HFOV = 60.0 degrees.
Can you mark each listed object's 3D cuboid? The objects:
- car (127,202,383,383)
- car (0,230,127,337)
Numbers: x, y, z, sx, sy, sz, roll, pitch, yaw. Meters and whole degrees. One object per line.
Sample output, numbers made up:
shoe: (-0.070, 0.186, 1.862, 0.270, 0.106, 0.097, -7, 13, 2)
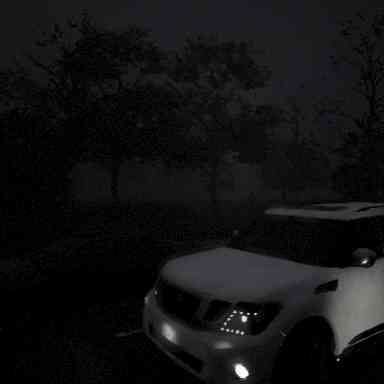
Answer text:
car: (2.049, 1.212, 5.218, 5.566, 2.045, 2.150, 0, 0, -34)
car: (-1.931, 1.533, 6.802, 5.357, 1.411, 2.033, 0, 0, -34)
